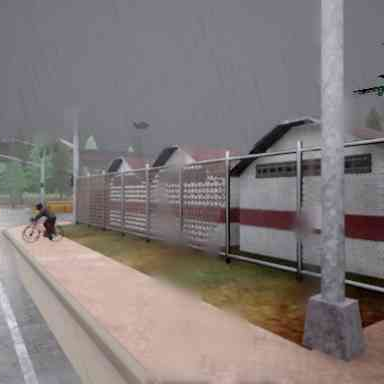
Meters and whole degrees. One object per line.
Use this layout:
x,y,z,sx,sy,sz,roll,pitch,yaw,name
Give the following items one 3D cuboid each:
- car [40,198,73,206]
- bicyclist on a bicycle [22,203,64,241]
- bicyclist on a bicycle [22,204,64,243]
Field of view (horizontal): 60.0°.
-20.040,1.684,49.721,4.892,1.490,1.837,0,0,-36,car
-6.871,1.358,15.380,1.656,1.620,0.582,0,0,-40,bicyclist on a bicycle
-6.339,1.353,14.167,1.656,1.620,0.582,0,0,-15,bicyclist on a bicycle
